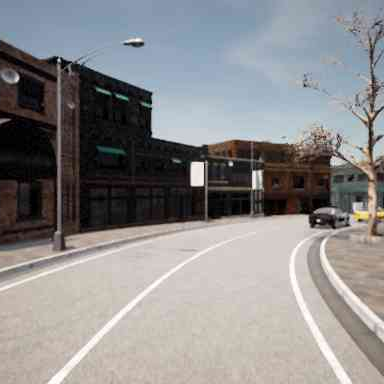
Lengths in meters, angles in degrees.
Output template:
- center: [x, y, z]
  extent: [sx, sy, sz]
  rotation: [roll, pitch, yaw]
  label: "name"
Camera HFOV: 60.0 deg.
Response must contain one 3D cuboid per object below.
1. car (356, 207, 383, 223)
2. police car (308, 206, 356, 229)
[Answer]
- center: [17.867, 2.139, 32.417]
  extent: [5.366, 1.575, 1.801]
  rotation: [1, -1, -36]
  label: "car"
- center: [10.883, 1.929, 26.117]
  extent: [1.930, 1.638, 5.238]
  rotation: [0, -1, 41]
  label: "police car"
